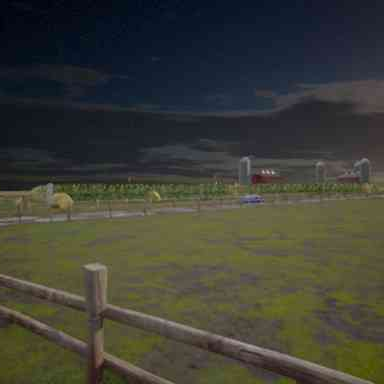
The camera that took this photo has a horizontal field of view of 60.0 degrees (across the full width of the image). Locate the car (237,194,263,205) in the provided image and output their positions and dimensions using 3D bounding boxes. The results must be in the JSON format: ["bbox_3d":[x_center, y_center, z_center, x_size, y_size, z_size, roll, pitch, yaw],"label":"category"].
[{"bbox_3d":[9.142,1.127,52.180,5.008,1.535,1.882,-1,0,-43],"label":"car"}]
